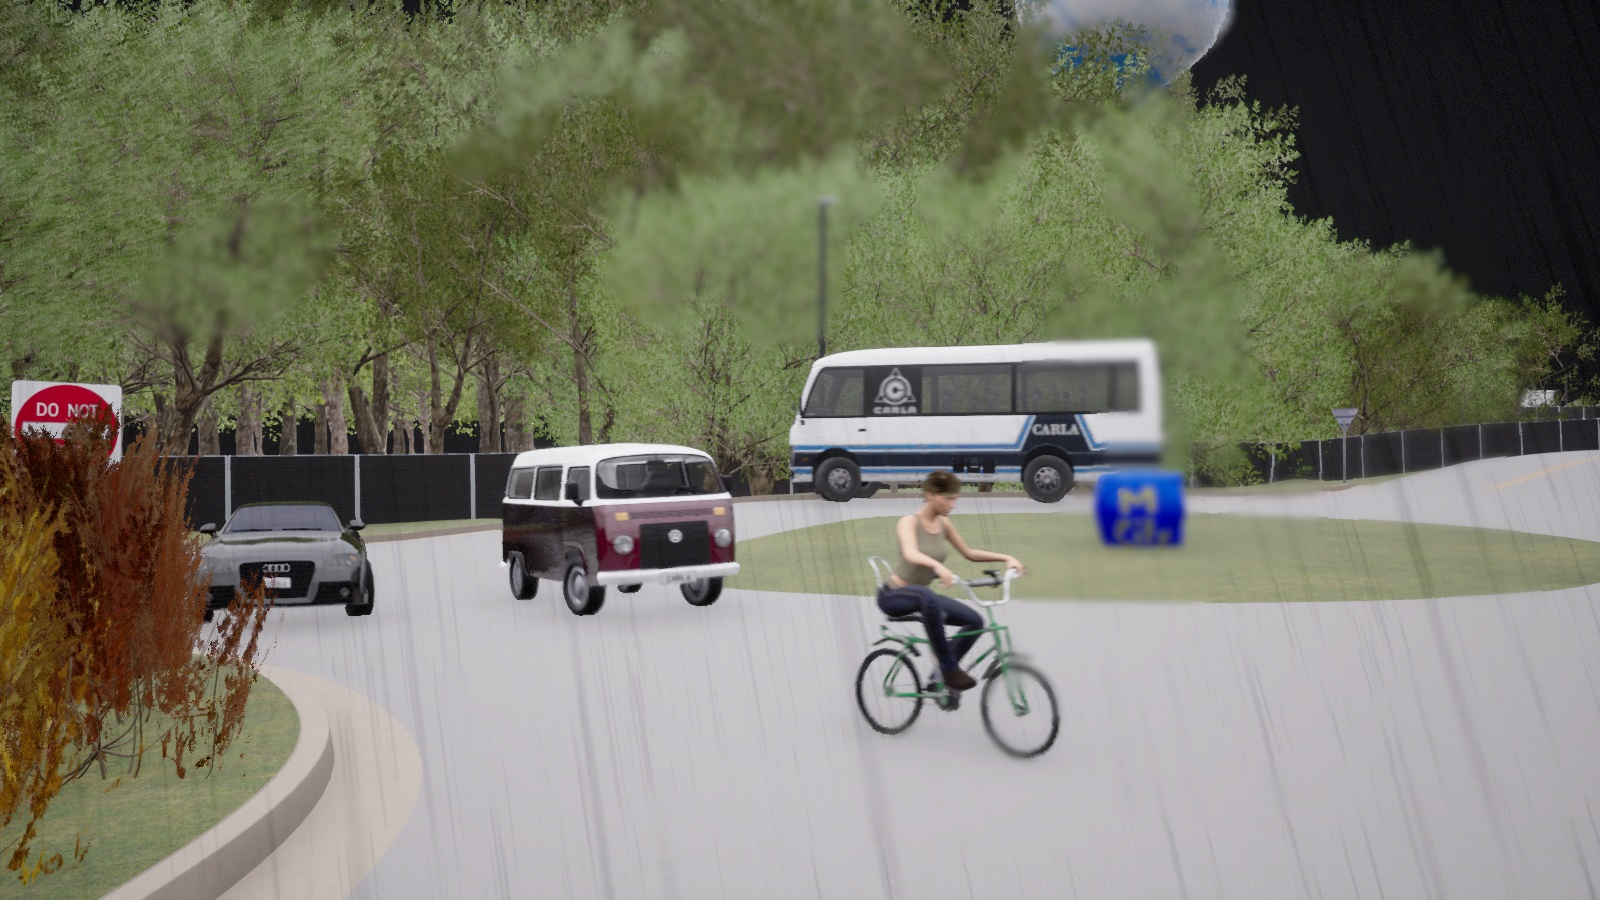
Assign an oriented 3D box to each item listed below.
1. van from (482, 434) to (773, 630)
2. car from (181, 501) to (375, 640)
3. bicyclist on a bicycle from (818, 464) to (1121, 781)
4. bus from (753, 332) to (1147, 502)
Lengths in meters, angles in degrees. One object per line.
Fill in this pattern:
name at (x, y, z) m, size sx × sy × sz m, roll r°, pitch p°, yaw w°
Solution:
van at (-2.354, 0.951, 15.912) m, size 2.069 × 2.038 × 4.480 m, roll -2°, pitch -1°, yaw -29°
car at (-6.546, 1.410, 16.060) m, size 1.994 × 1.385 × 4.181 m, roll -1°, pitch -1°, yaw -20°
bicyclist on a bicycle at (0.947, 0.908, 7.255) m, size 1.509 × 1.612 × 0.866 m, roll -2°, pitch -3°, yaw 44°
bus at (4.220, -0.737, 34.759) m, size 10.273 × 4.253 × 3.944 m, roll -1°, pitch -1°, yaw 15°
